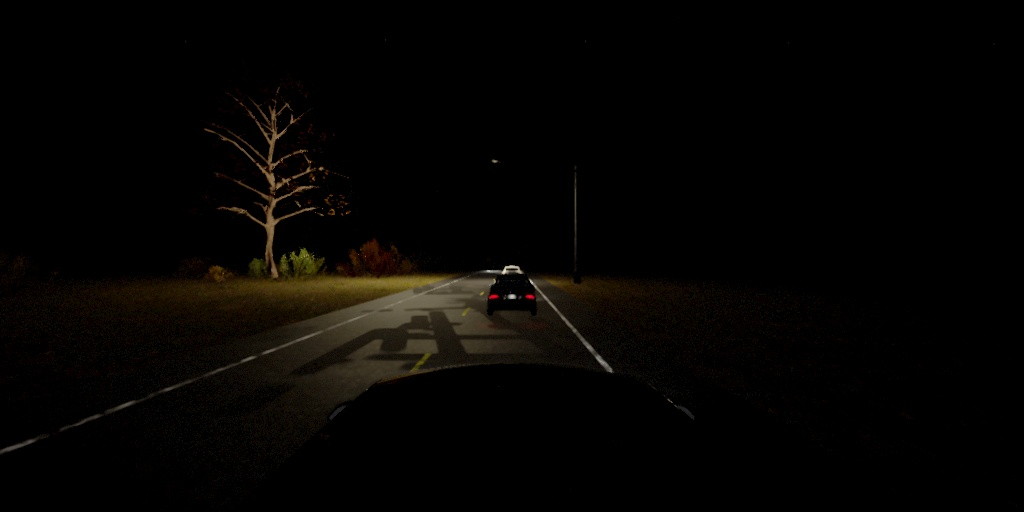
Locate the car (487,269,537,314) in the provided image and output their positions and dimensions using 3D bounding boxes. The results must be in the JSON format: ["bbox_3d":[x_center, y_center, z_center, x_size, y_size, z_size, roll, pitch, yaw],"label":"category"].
[{"bbox_3d":[0.008,1.433,14.402,2.033,1.411,5.357,0,-1,0],"label":"car"}]

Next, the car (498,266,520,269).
[{"bbox_3d":[0.023,1.586,30.745,1.812,1.442,4.674,0,0,1],"label":"car"}]
